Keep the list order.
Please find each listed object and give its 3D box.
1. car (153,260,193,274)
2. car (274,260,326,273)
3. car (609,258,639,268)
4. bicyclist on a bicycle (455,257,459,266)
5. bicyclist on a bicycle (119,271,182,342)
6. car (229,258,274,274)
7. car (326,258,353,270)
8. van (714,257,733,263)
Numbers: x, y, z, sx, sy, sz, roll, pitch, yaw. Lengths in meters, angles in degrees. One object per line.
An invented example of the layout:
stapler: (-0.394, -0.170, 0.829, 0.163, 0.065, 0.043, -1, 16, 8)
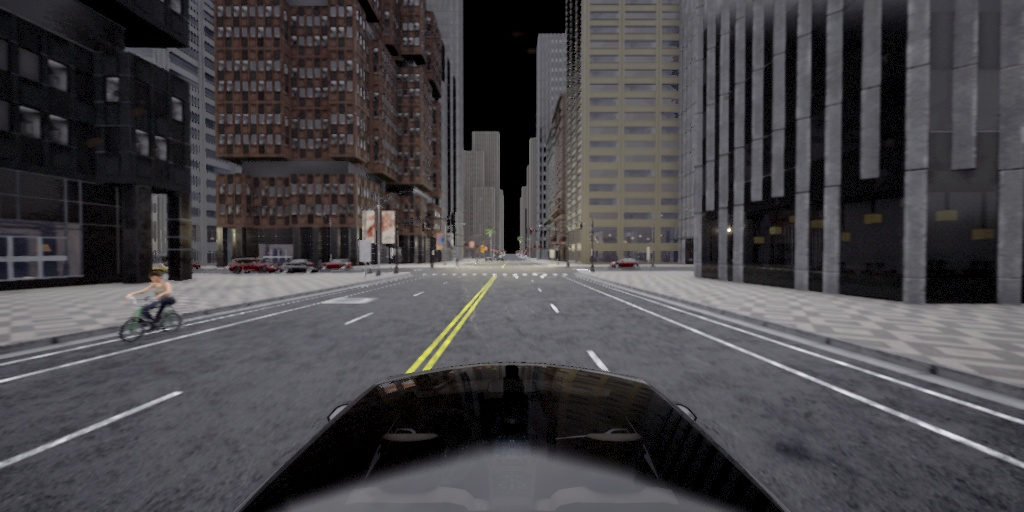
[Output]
car: (-40.839, 1.426, 41.936, 4.829, 1.417, 1.751, 0, 0, 0)
car: (-24.731, 1.407, 41.947, 4.313, 1.339, 1.948, 0, 0, 0)
car: (16.676, 1.033, 53.602, 4.097, 1.591, 1.967, 0, 0, 0)
bicyclist on a bicycle: (-8.755, 1.049, 57.141, 0.659, 1.776, 1.843, 0, -1, 0)
bicyclist on a bicycle: (-8.752, 1.182, 8.741, 0.866, 1.612, 1.509, 0, 0, 0)
car: (-30.157, 1.175, 41.943, 5.009, 1.841, 2.192, 0, 0, 0)
car: (-24.734, 1.148, 50.471, 4.097, 1.591, 1.967, 0, 0, 0)
van: (27.513, 1.054, 45.018, 3.998, 1.789, 1.690, 0, 0, 0)
